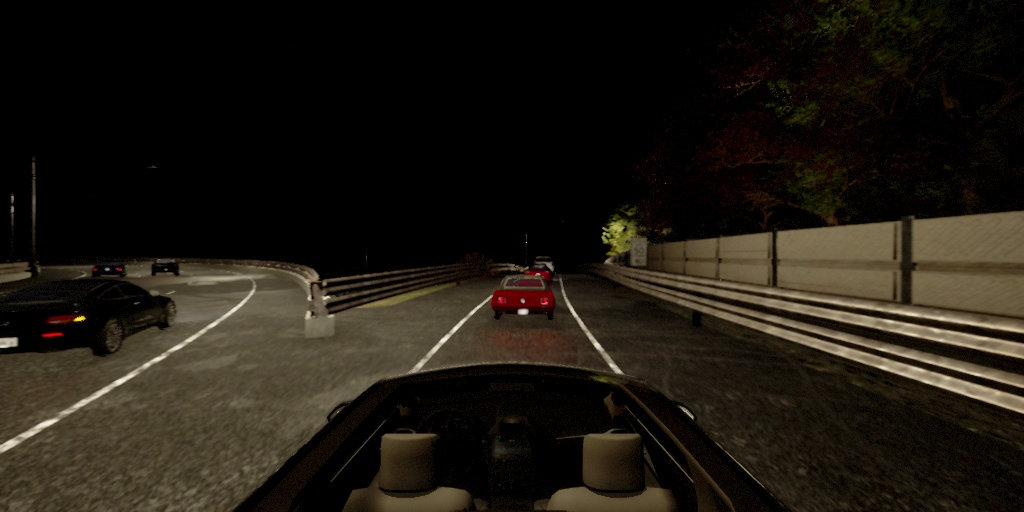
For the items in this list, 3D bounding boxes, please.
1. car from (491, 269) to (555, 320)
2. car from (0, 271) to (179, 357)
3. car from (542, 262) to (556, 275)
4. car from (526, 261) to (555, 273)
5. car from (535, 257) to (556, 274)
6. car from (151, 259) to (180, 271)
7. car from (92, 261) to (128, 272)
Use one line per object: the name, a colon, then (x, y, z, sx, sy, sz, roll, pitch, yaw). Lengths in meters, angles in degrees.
car: (0.455, 1.318, 12.555, 1.895, 1.301, 4.718, 0, 0, 3)
car: (-9.289, 1.235, 7.874, 1.812, 1.442, 4.674, 0, 0, -27)
car: (6.250, 2.096, 60.083, 2.150, 2.045, 5.566, 0, -4, 9)
car: (1.976, 1.254, 26.457, 1.994, 1.385, 4.181, 0, 0, 7)
car: (3.530, 1.133, 39.884, 2.150, 2.045, 5.566, 0, -1, 6)
car: (-33.352, 1.062, 34.503, 4.902, 1.511, 2.128, 0, 0, 45)
car: (-34.392, 1.127, 30.694, 2.033, 1.411, 5.357, 0, 0, -45)
